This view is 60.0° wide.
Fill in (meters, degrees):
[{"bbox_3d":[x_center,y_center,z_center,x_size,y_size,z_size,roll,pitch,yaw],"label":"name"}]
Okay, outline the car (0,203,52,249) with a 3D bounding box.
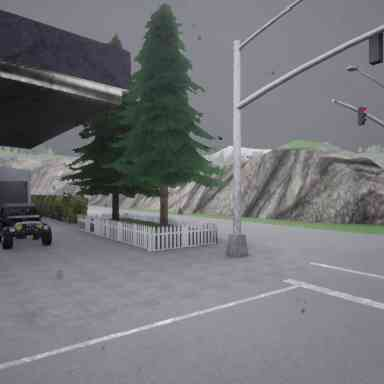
[{"bbox_3d":[-8.062,1.505,15.793,1.905,1.878,3.866,0,0,-37],"label":"car"}]
